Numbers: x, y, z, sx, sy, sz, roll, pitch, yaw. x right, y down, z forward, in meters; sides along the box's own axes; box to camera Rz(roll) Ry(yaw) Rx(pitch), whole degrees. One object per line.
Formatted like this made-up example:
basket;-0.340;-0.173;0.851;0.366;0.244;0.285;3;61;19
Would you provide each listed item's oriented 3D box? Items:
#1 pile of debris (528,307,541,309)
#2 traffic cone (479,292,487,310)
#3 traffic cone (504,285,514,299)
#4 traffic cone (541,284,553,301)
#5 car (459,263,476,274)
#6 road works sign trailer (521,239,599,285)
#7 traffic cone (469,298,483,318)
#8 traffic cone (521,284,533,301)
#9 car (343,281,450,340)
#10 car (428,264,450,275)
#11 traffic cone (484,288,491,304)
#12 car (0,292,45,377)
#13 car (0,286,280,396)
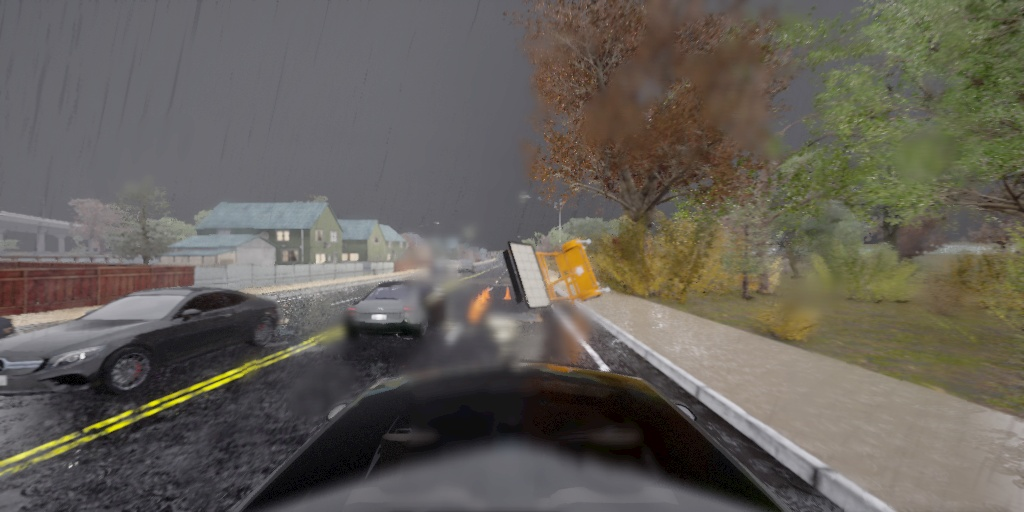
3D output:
pile of debris;0.089;2.014;12.198;1.860;0.140;1.500;0;0;0
traffic cone;-1.254;1.827;14.197;0.340;0.580;0.340;0;0;1
traffic cone;-0.218;1.861;18.188;0.340;0.580;0.340;0;0;1
traffic cone;1.781;1.854;18.169;0.340;0.580;0.340;0;0;1
car;-6.144;1.701;49.505;1.837;1.490;4.892;0;-1;1
road works sign trailer;2.325;-0.864;14.395;2.880;3.560;2.380;0;0;-39
traffic cone;-1.271;1.808;12.197;0.340;0.580;0.340;0;0;1
traffic cone;0.781;1.857;18.179;0.340;0.580;0.340;0;0;1
car;-3.061;1.405;10.316;1.994;1.385;4.181;0;-1;1
car;-9.424;1.731;46.811;2.033;1.411;5.357;0;0;1
traffic cone;-1.236;1.845;16.197;0.340;0.580;0.340;0;0;1
car;-9.817;1.353;4.060;2.033;1.411;5.357;0;-1;1
car;-6.540;1.347;6.887;1.812;1.442;4.674;0;-1;1
